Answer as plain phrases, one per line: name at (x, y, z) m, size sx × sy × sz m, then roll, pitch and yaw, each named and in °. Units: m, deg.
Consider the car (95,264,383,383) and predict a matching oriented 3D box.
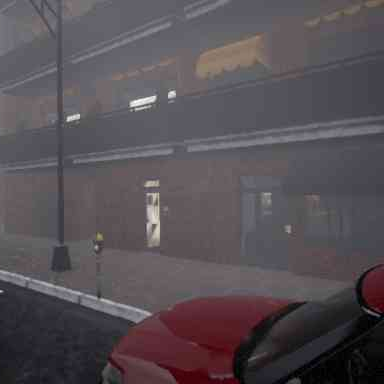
car at (1.618, 1.312, 1.737) m, size 5.009 × 1.841 × 2.192 m, roll 0°, pitch -1°, yaw 36°
